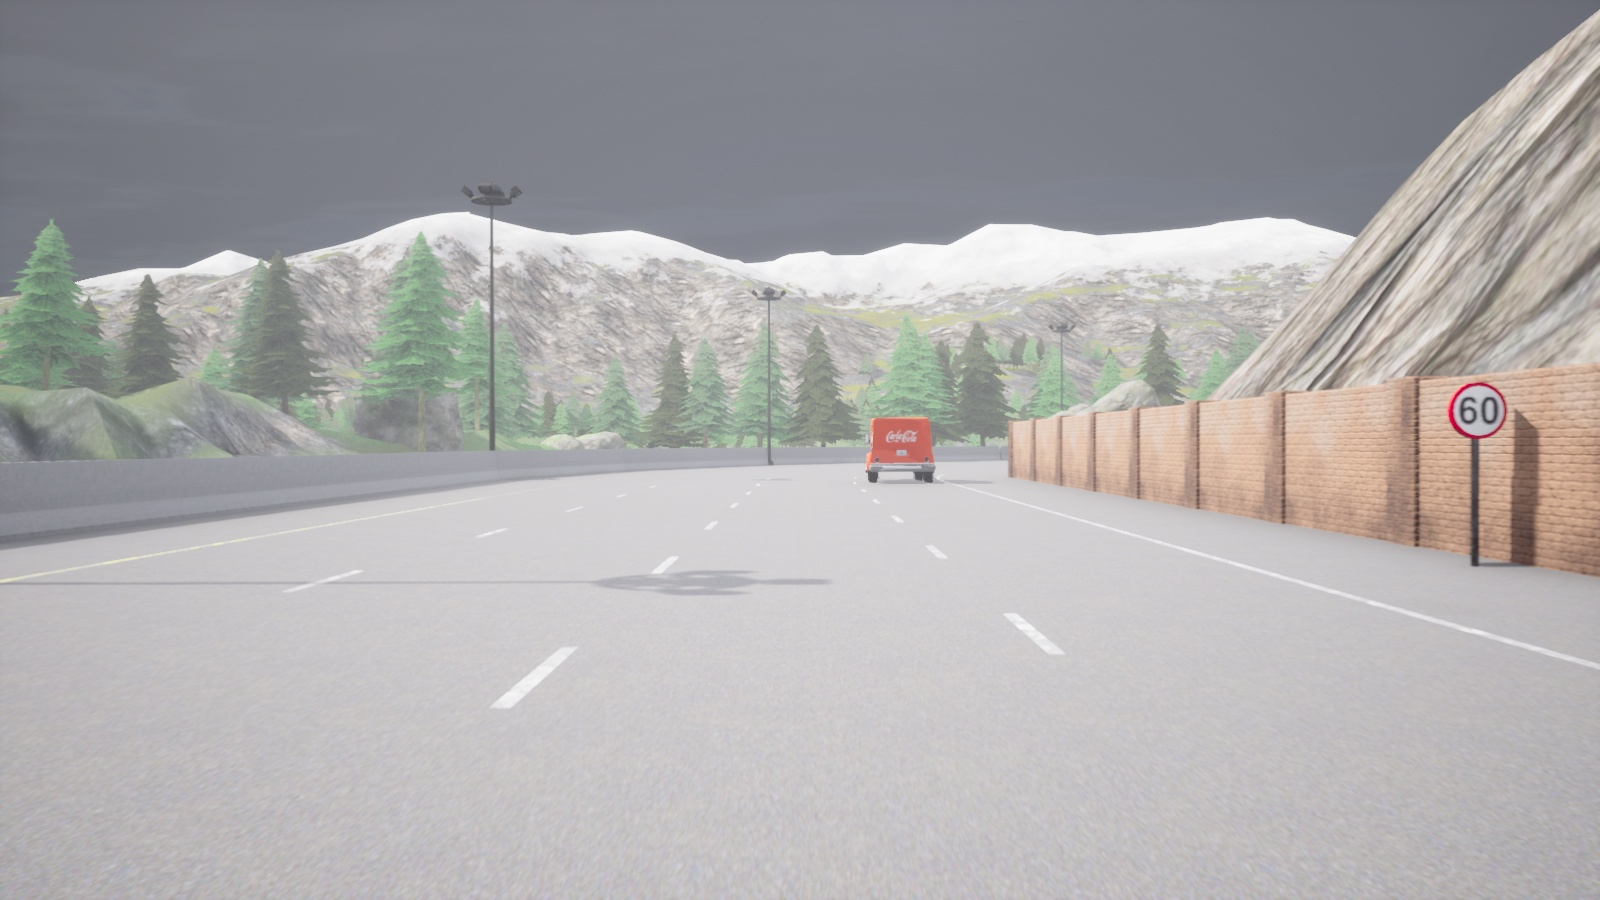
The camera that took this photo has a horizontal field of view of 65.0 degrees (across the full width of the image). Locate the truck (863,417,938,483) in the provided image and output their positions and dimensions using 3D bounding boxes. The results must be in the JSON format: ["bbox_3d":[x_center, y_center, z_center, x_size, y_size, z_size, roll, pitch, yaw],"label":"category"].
[{"bbox_3d":[3.850,-0.014,49.180,2.627,2.467,5.204,0,0,2],"label":"truck"}]
